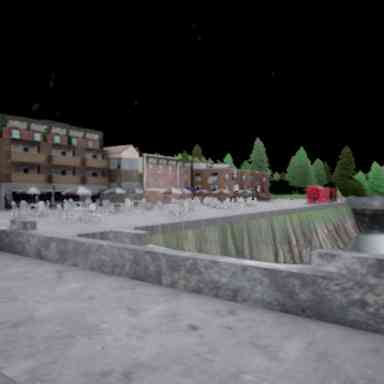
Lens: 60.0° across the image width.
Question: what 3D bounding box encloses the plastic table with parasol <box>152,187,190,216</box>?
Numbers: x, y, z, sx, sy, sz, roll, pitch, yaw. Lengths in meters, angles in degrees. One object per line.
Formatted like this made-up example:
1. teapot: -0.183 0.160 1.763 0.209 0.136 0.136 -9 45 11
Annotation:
1. plastic table with parasol: -1.880 0.846 30.148 2.482 2.480 2.482 0 0 36
